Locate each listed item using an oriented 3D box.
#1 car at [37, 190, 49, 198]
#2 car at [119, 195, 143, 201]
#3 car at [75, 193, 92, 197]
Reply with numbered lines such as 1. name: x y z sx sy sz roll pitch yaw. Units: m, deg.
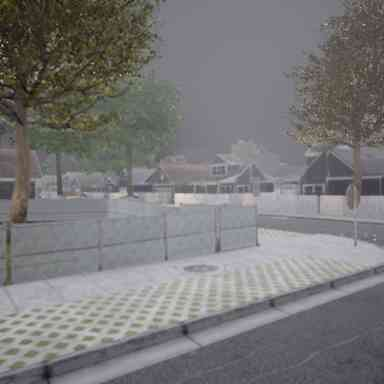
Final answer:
1. car: -37.253 0.874 83.227 2.128 1.511 4.902 -1 1 -36
2. car: -6.409 1.114 35.105 1.882 1.535 5.008 -1 1 -35
3. car: -16.020 0.905 48.732 2.033 1.411 5.357 -1 1 -36
